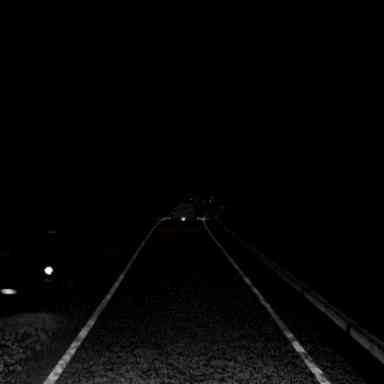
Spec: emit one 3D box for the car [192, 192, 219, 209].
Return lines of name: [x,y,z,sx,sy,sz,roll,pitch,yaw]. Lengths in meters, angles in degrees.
car: [1.989,1.174,41.719,2.097,1.767,4.553,-2,0,15]

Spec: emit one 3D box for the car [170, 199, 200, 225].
car: [-0.525,1.479,23.618,1.812,1.442,4.674,0,1,1]

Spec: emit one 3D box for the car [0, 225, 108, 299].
car: [-3.580,1.598,8.573,1.895,1.301,4.718,0,0,-2]
